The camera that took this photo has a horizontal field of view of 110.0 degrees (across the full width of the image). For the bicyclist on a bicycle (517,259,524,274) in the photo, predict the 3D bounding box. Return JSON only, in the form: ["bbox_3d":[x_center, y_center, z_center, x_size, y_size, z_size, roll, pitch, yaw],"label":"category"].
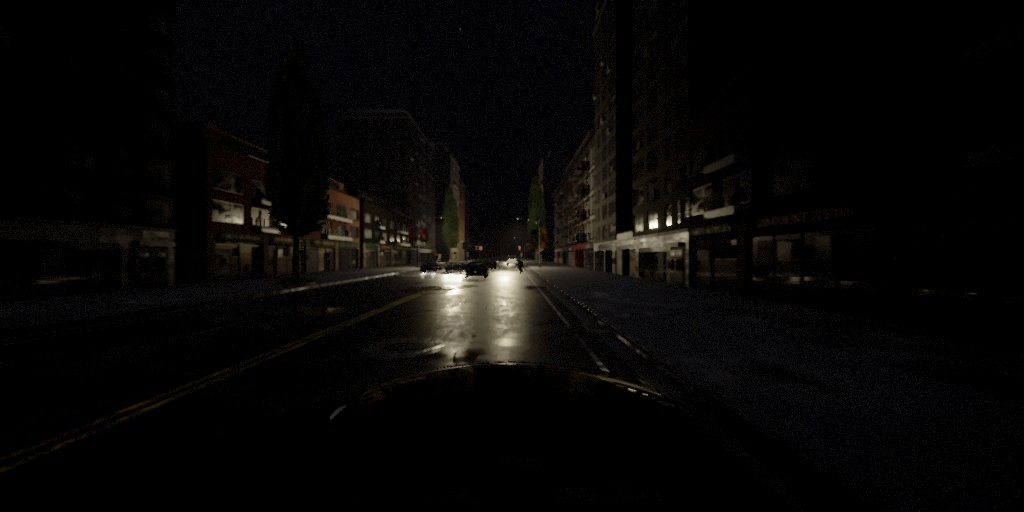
[{"bbox_3d":[0.894,1.181,35.275,0.582,1.620,1.656,0,0,0],"label":"bicyclist on a bicycle"}]

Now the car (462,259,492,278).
[{"bbox_3d":[-3.150,1.208,33.399,1.882,1.535,5.008,0,0,0],"label":"car"}]

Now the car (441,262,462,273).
[{"bbox_3d":[-6.585,1.323,41.855,1.895,1.301,4.718,0,0,0],"label":"car"}]

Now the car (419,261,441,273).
[{"bbox_3d":[-9.828,1.268,44.059,2.033,1.411,5.357,0,0,0],"label":"car"}]

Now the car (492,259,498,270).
[{"bbox_3d":[-3.147,1.188,52.549,1.882,1.535,5.008,0,0,0],"label":"car"}]
